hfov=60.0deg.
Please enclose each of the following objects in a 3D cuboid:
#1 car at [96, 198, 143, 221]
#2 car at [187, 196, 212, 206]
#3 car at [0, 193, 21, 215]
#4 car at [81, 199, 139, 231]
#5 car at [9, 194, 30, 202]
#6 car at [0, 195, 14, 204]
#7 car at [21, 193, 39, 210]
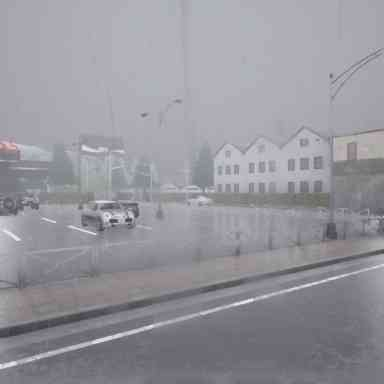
[{"bbox_3d":[-5.781,1.313,26.205,2.007,1.523,4.514,0,0,-36],"label":"car"},{"bbox_3d":[1.158,1.349,49.294,1.812,1.442,4.674,0,0,-35],"label":"car"},{"bbox_3d":[-17.247,1.113,30.321,1.932,1.855,4.605,0,0,-36],"label":"car"},{"bbox_3d":[-4.667,1.248,18.340,1.970,1.475,3.806,0,0,-36],"label":"car"},{"bbox_3d":[-38.211,1.328,73.753,3.866,1.878,1.905,0,0,-36],"label":"car"},{"bbox_3d":[-38.452,1.495,66.625,4.611,1.667,2.242,0,0,-36],"label":"car"},{"bbox_3d":[-19.144,1.092,38.634,1.905,1.878,3.866,0,0,-36],"label":"car"}]
